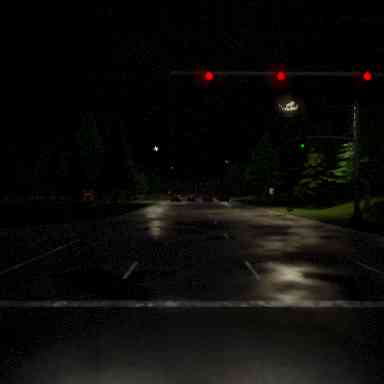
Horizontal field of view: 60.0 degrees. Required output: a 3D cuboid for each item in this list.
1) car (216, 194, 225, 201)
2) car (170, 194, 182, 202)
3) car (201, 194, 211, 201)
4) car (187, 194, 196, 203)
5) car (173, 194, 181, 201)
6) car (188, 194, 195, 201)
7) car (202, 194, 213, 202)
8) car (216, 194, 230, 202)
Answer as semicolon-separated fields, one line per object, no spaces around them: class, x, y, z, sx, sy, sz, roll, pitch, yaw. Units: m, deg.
car;6.885;1.309;81.336;1.812;1.442;4.674;0;0;0
car;-3.601;1.475;71.318;1.812;1.442;4.674;0;0;0
car;3.385;1.310;81.331;2.128;1.511;4.902;0;0;0
car;-0.100;1.490;70.907;2.033;1.411;5.357;0;0;0
car;-3.615;1.309;81.321;1.812;1.442;4.674;0;0;0
car;-0.115;1.309;81.326;1.812;1.442;4.674;0;0;0
car;3.399;1.503;71.328;1.994;1.385;4.181;0;0;0
car;6.899;1.503;71.333;1.994;1.385;4.181;0;0;0
